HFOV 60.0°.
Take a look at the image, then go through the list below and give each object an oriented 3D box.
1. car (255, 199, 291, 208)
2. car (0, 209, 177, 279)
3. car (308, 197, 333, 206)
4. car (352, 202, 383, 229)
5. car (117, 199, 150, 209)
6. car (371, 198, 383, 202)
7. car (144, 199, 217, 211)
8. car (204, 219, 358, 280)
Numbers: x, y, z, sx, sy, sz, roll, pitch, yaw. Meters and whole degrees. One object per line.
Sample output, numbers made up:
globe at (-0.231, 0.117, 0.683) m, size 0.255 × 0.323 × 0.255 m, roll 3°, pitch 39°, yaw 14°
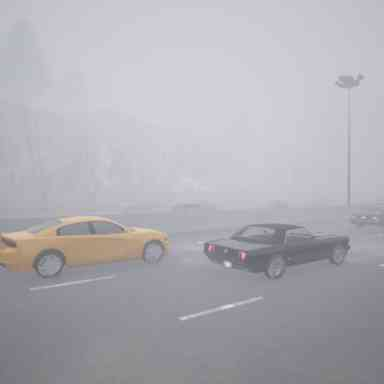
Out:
car at (8.850, 1.529, 36.093) m, size 4.674 × 1.442 × 1.812 m, roll 0°, pitch 0°, yaw -35°
car at (-3.042, 1.478, 10.175) m, size 5.008 × 1.535 × 1.882 m, roll 0°, pitch 0°, yaw -35°
car at (20.497, 1.509, 52.972) m, size 4.892 × 1.490 × 1.837 m, roll 0°, pitch 0°, yaw -35°
car at (12.124, 1.550, 20.995) m, size 5.357 × 1.411 × 2.033 m, roll 0°, pitch 0°, yaw -36°
car at (-5.369, 1.509, 34.557) m, size 4.892 × 1.490 × 1.837 m, roll 1°, pitch 0°, yaw -35°
car at (24.294, 1.531, 42.797) m, size 4.674 × 1.442 × 1.812 m, roll 0°, pitch 0°, yaw -35°
car at (-0.795, 1.506, 24.923) m, size 4.892 × 1.490 × 1.837 m, roll 0°, pitch 0°, yaw -35°
car at (2.743, 1.602, 10.002) m, size 4.718 × 1.301 × 1.895 m, roll 0°, pitch 0°, yaw -36°
